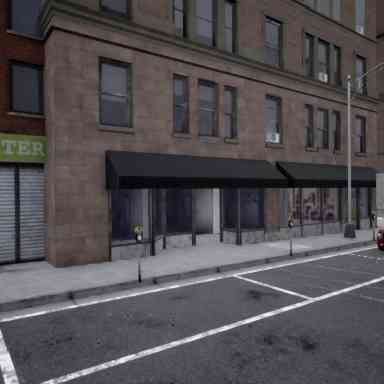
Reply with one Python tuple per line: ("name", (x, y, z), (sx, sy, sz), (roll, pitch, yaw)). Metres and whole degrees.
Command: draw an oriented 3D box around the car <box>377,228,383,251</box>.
("car", (8.899, 1.541, 12.894), (4.507, 1.381, 1.887), (0, -1, -36))
